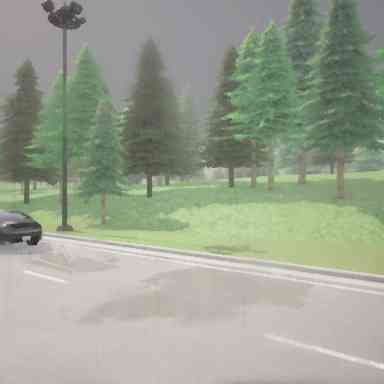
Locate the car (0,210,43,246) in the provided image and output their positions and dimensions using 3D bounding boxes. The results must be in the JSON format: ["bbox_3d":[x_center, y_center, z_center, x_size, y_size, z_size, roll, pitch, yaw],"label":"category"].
[{"bbox_3d":[-8.269,1.514,14.066,4.892,1.490,1.837,0,0,36],"label":"car"}]
